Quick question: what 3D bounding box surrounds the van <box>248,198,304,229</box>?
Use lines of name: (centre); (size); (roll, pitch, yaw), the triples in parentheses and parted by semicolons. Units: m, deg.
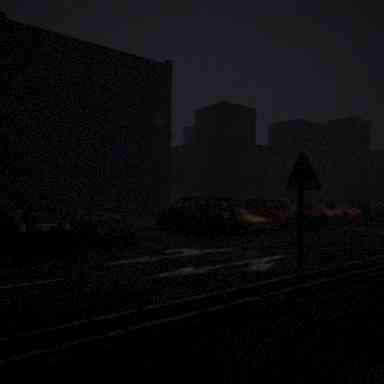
van: (4.734, 1.361, 21.799); (1.878, 1.987, 4.442); (0, 0, -36)

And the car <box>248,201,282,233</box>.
car: (2.529, 1.565, 20.139); (1.946, 1.575, 5.366); (0, 0, -36)

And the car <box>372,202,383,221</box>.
car: (13.656, 1.542, 28.282); (2.185, 1.767, 4.553); (1, 0, -36)

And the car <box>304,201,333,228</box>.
car: (6.904, 1.606, 23.501); (2.097, 1.535, 5.008); (0, 0, -36)

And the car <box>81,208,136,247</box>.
car: (-4.311, 1.515, 15.485); (2.231, 1.521, 4.892); (1, 0, -36)

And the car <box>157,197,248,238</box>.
car: (0.163, 1.299, 18.710); (2.435, 2.045, 5.566); (0, 0, -36)

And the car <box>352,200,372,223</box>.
car: (11.376, 1.521, 26.729); (2.185, 1.767, 4.553); (1, 0, -36)

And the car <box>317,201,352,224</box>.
car: (9.133, 1.500, 25.126); (2.185, 1.767, 4.553); (0, 0, -36)

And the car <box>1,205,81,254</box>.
car: (-6.535, 1.365, 13.849); (2.185, 1.767, 4.553); (1, 0, -36)
